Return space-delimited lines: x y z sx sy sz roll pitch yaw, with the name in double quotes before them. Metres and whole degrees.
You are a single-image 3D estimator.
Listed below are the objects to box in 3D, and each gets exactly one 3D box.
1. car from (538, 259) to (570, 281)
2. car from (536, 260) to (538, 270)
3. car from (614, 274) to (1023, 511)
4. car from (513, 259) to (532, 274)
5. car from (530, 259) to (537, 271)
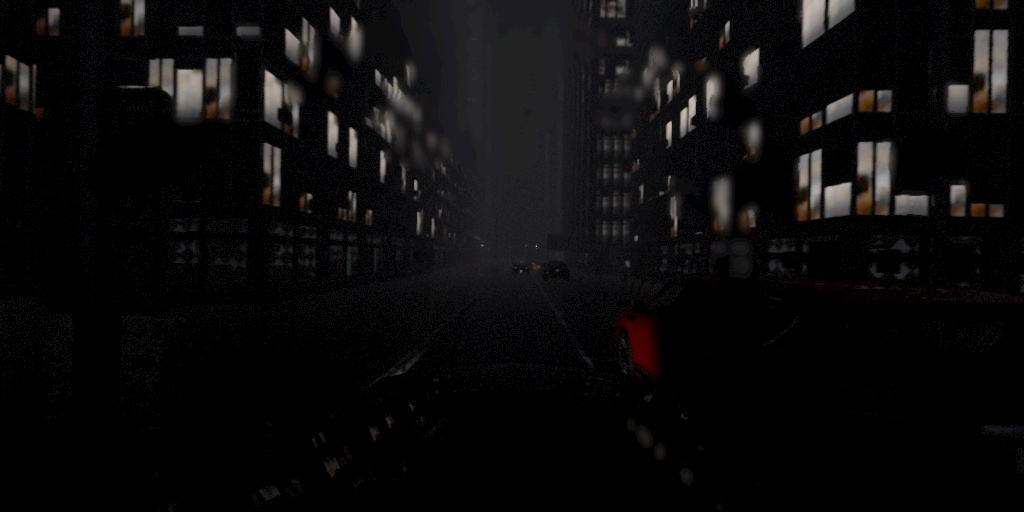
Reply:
"car" 3.680 1.167 30.903 2.097 1.767 4.553 1 0 1
"car" 3.887 1.342 37.930 1.812 1.442 4.674 1 0 1
"car" 2.706 1.115 4.189 2.192 1.841 5.009 0 0 1
"car" 1.045 1.364 41.271 1.895 1.301 4.718 1 0 1
"car" 3.679 1.335 48.526 1.751 1.417 4.829 0 0 1
